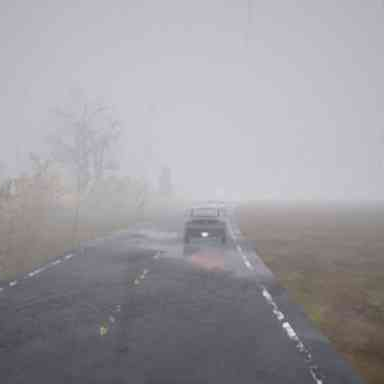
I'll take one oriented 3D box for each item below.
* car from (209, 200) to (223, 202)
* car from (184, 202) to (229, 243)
[{"bbox_3d":[2.621,1.510,36.280,1.895,1.301,4.718,0,0,8],"label":"car"},{"bbox_3d":[0.672,1.469,15.978,1.837,1.490,4.892,0,0,3],"label":"car"}]
